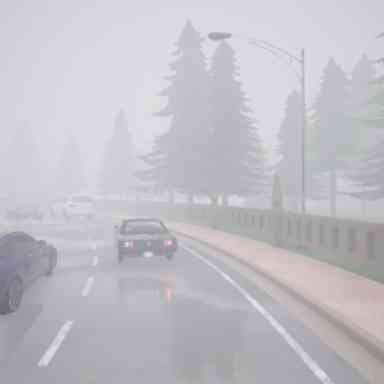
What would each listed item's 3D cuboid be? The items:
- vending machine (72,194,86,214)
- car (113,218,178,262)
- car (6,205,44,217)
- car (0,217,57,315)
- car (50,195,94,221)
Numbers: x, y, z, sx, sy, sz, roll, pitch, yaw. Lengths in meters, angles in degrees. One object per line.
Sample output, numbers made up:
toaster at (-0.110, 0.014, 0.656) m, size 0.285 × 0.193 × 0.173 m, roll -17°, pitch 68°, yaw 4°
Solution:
vending machine at (-12.185, 1.259, 35.875) m, size 0.880 × 2.100 × 1.100 m, roll 0°, pitch 0°, yaw 42°
car at (-1.920, 1.619, 12.340) m, size 1.895 × 1.301 × 4.718 m, roll 0°, pitch 0°, yaw -15°
car at (-13.381, 1.656, 26.445) m, size 1.895 × 1.301 × 4.718 m, roll 0°, pitch 0°, yaw -40°
car at (-4.391, 1.542, 7.330) m, size 1.812 × 1.442 × 4.674 m, roll 0°, pitch 0°, yaw -9°
car at (-10.131, 1.272, 27.968) m, size 2.150 × 2.045 × 5.566 m, roll 0°, pitch 0°, yaw -39°
